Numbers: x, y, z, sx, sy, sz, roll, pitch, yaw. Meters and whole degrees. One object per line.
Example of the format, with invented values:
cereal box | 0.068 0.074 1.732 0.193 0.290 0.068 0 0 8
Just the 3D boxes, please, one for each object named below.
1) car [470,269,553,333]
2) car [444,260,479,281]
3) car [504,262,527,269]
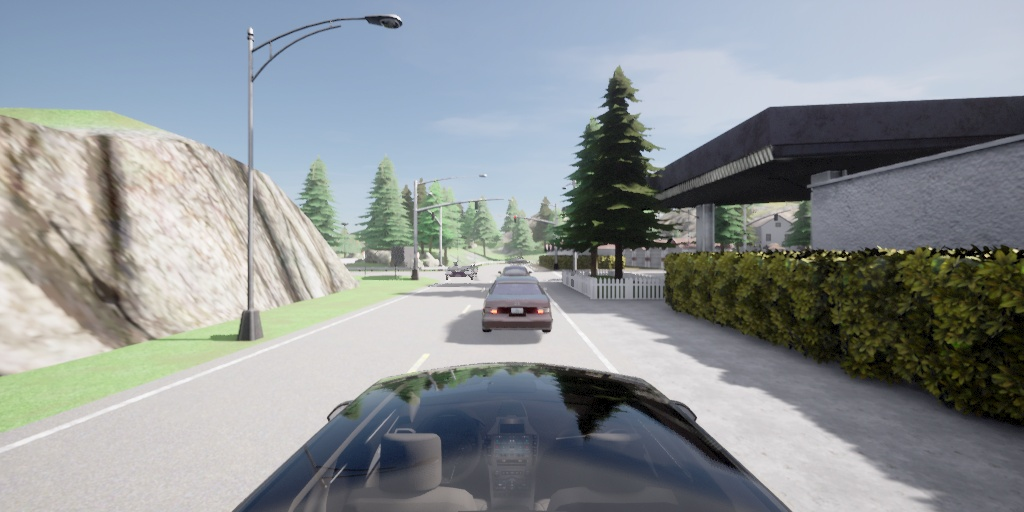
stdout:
car | 0.132 1.297 10.746 2.033 1.411 5.357 0 0 0
car | -3.408 0.958 24.937 1.895 1.301 4.718 0 0 0
car | 0.174 1.274 20.332 1.812 1.442 4.674 0 0 0
